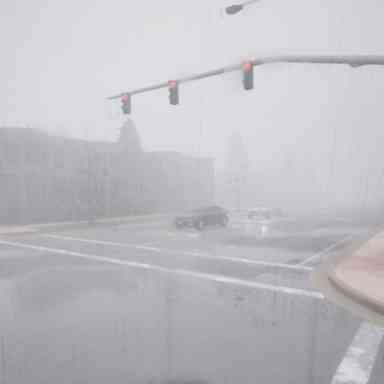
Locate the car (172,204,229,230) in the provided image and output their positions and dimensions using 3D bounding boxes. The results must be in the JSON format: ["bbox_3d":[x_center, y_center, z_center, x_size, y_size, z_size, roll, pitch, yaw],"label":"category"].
[{"bbox_3d":[0.668,1.602,21.895,1.837,1.490,4.892,-1,0,35],"label":"car"}]

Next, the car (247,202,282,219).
[{"bbox_3d":[6.655,1.625,30.261,1.812,1.442,4.674,-1,0,36],"label":"car"}]
